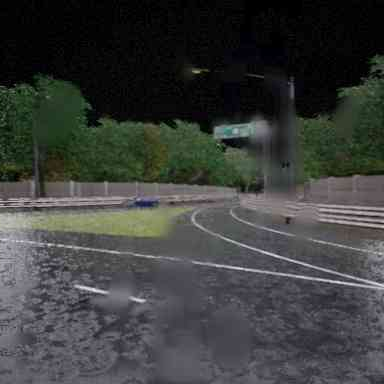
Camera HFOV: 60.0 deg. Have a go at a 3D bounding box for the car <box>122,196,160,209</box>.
[{"bbox_3d":[-5.895,1.203,38.804,4.674,1.442,1.812,-1,1,-45],"label":"car"}]
